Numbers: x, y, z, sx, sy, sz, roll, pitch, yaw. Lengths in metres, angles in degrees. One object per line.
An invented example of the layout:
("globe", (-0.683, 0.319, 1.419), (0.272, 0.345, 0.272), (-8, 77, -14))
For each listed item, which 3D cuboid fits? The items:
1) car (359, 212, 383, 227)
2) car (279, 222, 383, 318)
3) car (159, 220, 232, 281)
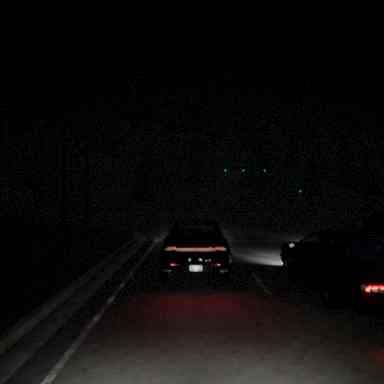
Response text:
("car", (7.079, 1.471, 11.671), (2.097, 1.767, 4.553), (0, -1, -1))
("car", (3.593, 1.628, 7.850), (2.033, 1.411, 5.357), (0, -1, 0))
("car", (0.098, 1.596, 10.220), (2.128, 1.511, 4.902), (0, -1, 0))
